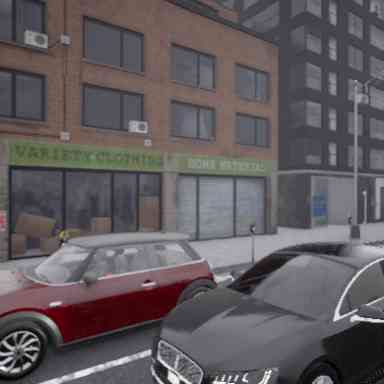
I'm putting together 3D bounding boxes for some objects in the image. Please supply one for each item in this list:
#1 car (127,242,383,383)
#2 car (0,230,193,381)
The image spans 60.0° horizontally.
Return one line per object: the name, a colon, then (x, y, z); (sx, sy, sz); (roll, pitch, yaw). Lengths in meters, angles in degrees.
car: (1.804, 1.526, 4.547); (4.892, 1.490, 1.837); (0, 0, -36)
car: (-1.586, 1.449, 5.405); (4.097, 1.590, 1.967); (0, 0, -36)
